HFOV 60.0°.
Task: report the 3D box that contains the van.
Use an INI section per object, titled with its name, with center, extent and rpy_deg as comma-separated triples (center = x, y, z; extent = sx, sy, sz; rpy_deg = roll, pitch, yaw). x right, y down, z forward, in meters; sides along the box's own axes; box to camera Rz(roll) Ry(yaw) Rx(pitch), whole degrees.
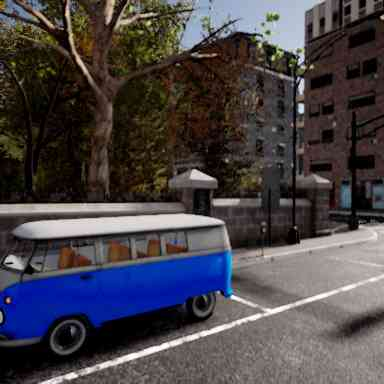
[van]
center = -1.157, 1.329, 5.676
extent = 3.998, 1.788, 1.690
rpy_deg = 0, 1, -36
